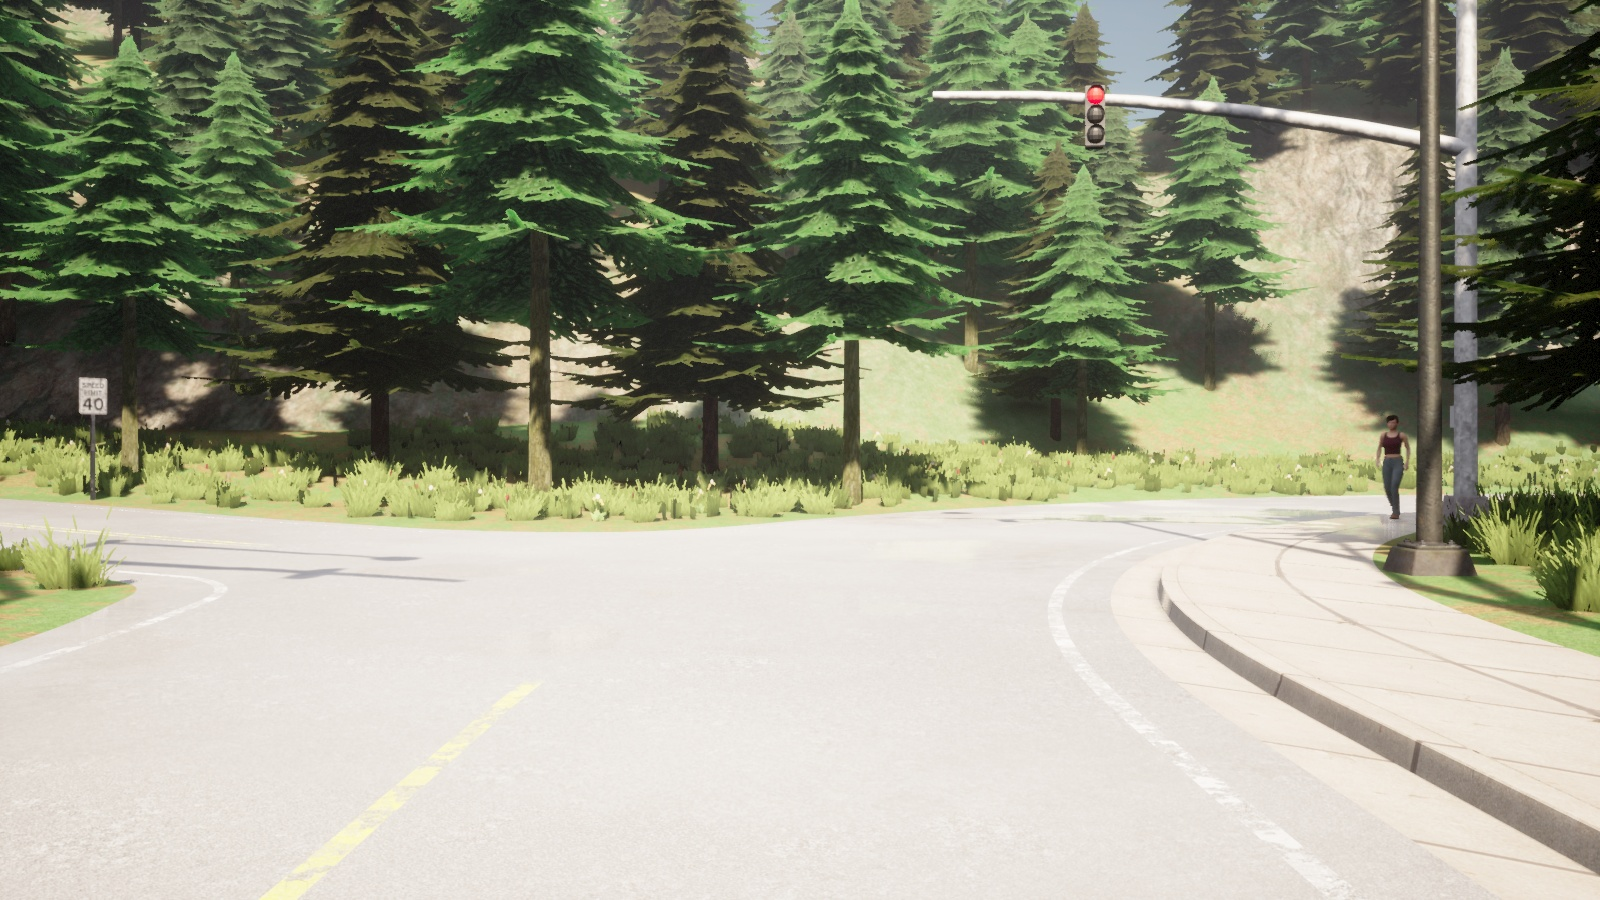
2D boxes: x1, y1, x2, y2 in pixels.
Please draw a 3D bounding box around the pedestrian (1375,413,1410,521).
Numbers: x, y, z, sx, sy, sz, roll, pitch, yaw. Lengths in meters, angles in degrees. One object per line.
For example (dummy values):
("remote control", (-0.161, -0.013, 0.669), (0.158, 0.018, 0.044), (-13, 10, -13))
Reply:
("pedestrian", (10.231, 0.294, 21.683), (0.594, 1.836, 0.345), (0, 0, -44))
